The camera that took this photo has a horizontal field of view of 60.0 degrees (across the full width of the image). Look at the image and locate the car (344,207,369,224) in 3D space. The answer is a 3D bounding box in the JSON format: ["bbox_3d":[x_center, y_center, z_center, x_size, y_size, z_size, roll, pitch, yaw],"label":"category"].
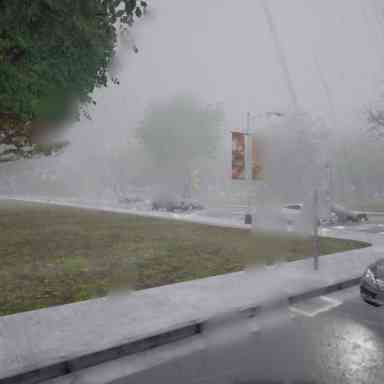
[{"bbox_3d":[10.410,1.533,25.271,2.033,1.411,5.357,0,0,-33],"label":"car"}]

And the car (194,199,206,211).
[{"bbox_3d":[-0.350,1.476,40.318,1.837,1.490,4.892,0,0,-35],"label":"car"}]

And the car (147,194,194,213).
[{"bbox_3d":[-2.525,1.197,37.765,2.150,2.045,5.566,0,0,-35],"label":"car"}]

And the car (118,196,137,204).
[{"bbox_3d":[-12.311,1.485,63.028,1.812,1.442,4.674,0,0,-35],"label":"car"}]

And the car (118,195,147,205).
[{"bbox_3d":[-9.523,1.098,53.345,1.882,1.535,5.008,0,0,-35],"label":"car"}]

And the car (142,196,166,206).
[{"bbox_3d":[-6.318,1.488,54.616,1.812,1.442,4.674,0,0,-36],"label":"car"}]

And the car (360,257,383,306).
[{"bbox_3d":[5.358,1.526,6.857,4.674,1.442,1.812,0,0,-36],"label":"car"}]

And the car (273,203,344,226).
[{"bbox_3d":[7.773,1.516,23.278,1.812,1.442,4.674,0,0,-36],"label":"car"}]
